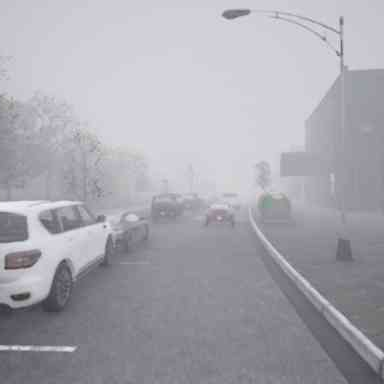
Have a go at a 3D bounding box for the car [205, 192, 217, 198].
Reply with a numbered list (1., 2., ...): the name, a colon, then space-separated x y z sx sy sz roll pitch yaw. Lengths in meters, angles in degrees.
1. car: 1.912 1.232 46.169 2.231 1.521 4.892 -1 1 8

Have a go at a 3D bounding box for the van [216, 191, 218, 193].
1. van: 2.885 0.994 51.769 1.878 1.987 4.442 0 0 12

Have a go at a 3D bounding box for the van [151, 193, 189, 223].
1. van: -1.678 1.132 24.488 1.878 1.987 4.442 -1 1 7

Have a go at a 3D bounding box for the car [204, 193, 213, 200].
1. car: 0.973 1.294 40.739 2.163 1.488 4.792 -1 1 8

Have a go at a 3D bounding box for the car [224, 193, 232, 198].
1. car: 10.278 0.981 94.536 1.946 1.575 5.366 0 0 12

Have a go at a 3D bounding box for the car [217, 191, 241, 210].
1. car: 4.684 0.997 40.078 2.150 2.045 5.566 0 1 10

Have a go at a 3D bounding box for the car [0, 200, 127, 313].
1. car: -3.433 1.189 7.767 2.435 2.045 5.566 -1 1 1

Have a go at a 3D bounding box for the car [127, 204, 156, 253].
1. car: -2.999 1.456 13.314 2.002 1.452 4.674 -1 1 5

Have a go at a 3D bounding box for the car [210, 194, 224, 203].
1. car: 4.749 1.194 62.582 2.002 1.452 4.674 0 0 10

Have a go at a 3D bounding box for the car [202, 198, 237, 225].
1. car: 1.953 1.404 22.582 1.812 1.442 4.674 0 0 8

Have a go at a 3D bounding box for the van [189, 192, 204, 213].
1. van: -0.134 1.077 34.320 1.878 1.987 4.442 -1 1 7

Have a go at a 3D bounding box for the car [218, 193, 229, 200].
1. car: 7.580 1.046 78.968 2.097 1.535 5.008 0 0 12

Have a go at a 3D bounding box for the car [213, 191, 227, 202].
1. car: 5.896 0.878 69.227 2.435 2.045 5.566 0 0 10

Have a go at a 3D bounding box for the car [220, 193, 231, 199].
1. car: 8.525 1.031 84.435 2.097 1.535 5.008 0 0 12
